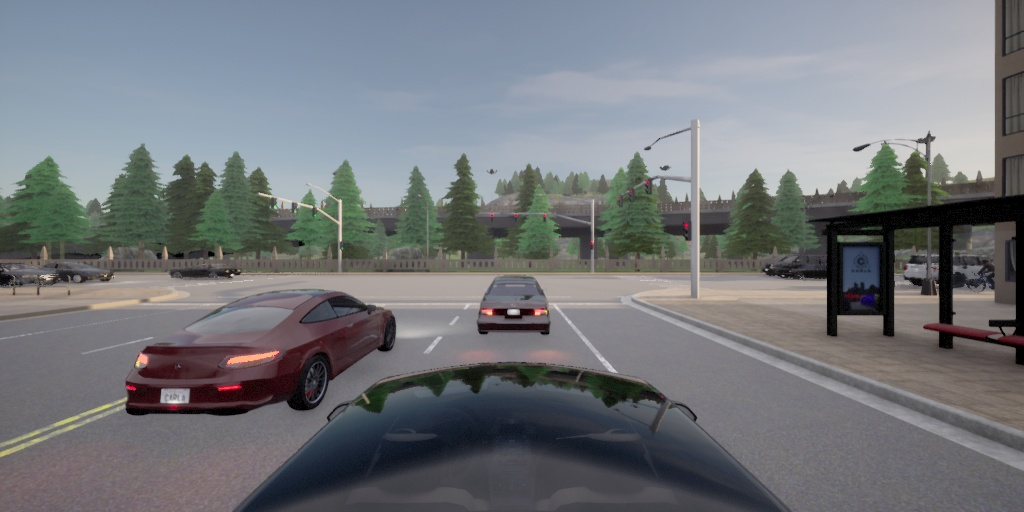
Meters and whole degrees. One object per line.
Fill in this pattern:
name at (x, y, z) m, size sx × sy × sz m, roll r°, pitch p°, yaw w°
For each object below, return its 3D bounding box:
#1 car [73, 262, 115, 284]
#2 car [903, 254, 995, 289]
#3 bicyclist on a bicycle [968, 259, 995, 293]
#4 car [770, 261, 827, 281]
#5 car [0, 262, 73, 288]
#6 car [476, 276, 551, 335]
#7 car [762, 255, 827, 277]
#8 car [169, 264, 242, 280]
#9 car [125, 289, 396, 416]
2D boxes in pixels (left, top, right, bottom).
car at (-31.831, 1.193, 25.959) m, size 4.892 × 1.490 × 1.837 m, roll 0°, pitch 0°, yaw 1°
car at (27.311, 0.910, 21.727) m, size 5.566 × 2.045 × 2.150 m, roll 0°, pitch 0°, yaw 2°
bicyclist on a bicycle at (22.752, 0.991, 17.082) m, size 0.582 × 1.620 × 1.656 m, roll 0°, pitch 0°, yaw 1°
car at (24.153, 1.288, 28.964) m, size 4.718 × 1.301 × 1.895 m, roll 0°, pitch 0°, yaw 2°
car at (-31.425, 1.180, 22.457) m, size 4.902 × 1.511 × 2.128 m, roll 0°, pitch 0°, yaw 0°
car at (0.086, 1.295, 10.483) m, size 2.033 × 1.411 × 5.357 m, roll 0°, pitch 0°, yaw 1°
car at (25.876, 0.907, 32.390) m, size 5.566 × 2.045 × 2.150 m, roll 0°, pitch 0°, yaw 3°
car at (-25.302, 1.288, 29.629) m, size 4.718 × 1.301 × 1.895 m, roll 0°, pitch 0°, yaw 1°
car at (-3.448, 1.275, 5.987) m, size 1.812 × 1.442 × 4.674 m, roll 0°, pitch 0°, yaw 0°
